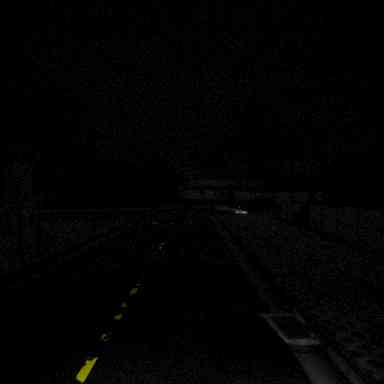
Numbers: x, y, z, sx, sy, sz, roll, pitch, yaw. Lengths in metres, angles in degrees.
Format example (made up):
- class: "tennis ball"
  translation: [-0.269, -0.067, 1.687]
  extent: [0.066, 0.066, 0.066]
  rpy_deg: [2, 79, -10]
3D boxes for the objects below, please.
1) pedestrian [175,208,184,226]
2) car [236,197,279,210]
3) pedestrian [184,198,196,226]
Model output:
- class: "pedestrian"
  translation: [-0.929, 1.652, 21.703]
  extent: [0.500, 1.100, 0.500]
  rpy_deg: [-3, 3, 1]
- class: "car"
  translation: [7.797, 1.318, 39.389]
  extent: [5.357, 1.411, 2.033]
  rpy_deg: [-1, 3, -29]
- class: "pedestrian"
  translation: [-0.108, 1.272, 21.180]
  extent: [0.375, 1.860, 0.375]
  rpy_deg: [-3, 3, 1]
